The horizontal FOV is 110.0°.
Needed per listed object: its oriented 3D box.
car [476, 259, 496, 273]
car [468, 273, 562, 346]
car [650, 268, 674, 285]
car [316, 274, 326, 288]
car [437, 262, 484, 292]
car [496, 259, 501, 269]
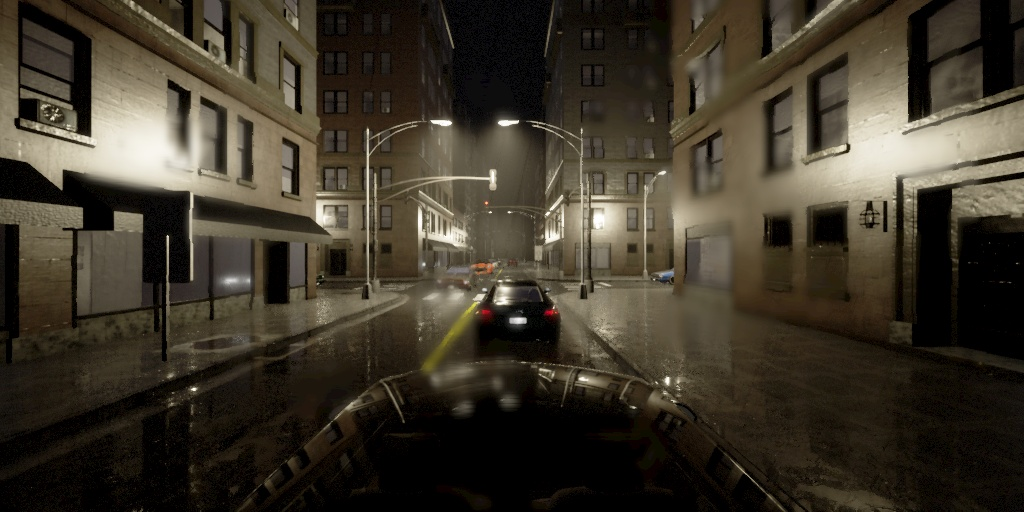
[{"bbox_3d":[-3.102,1.100,38.316,2.097,1.767,4.553,0,0,0],"label":"car"},{"bbox_3d":[0.114,1.313,9.458,1.994,1.385,4.181,0,0,-1],"label":"car"},{"bbox_3d":[12.613,1.260,25.119,5.357,1.411,2.033,0,0,0],"label":"car"},{"bbox_3d":[-14.028,1.386,21.829,4.718,1.301,1.895,0,0,0],"label":"car"},{"bbox_3d":[-3.102,1.297,21.604,2.033,1.411,5.357,0,0,0],"label":"car"},{"bbox_3d":[-3.091,1.266,54.450,1.812,1.442,4.674,0,0,0],"label":"car"}]
